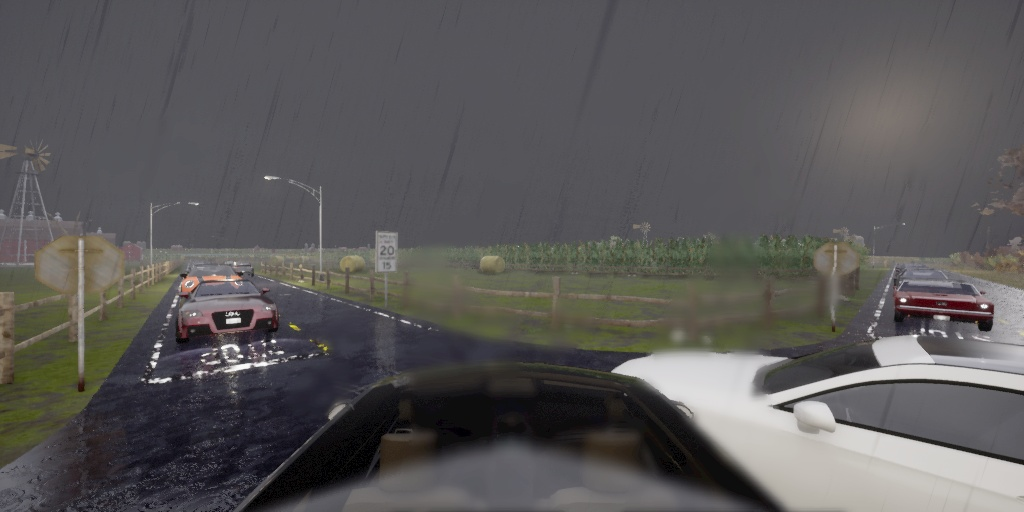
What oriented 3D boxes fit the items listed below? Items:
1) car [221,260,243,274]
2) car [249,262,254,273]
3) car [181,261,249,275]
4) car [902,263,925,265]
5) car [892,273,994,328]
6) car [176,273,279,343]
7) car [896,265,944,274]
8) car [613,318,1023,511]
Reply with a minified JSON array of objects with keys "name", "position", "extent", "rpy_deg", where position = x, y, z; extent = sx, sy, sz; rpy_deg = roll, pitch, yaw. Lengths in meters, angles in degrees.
[{"name":"car","position":[-33.704,1.300,43.131],"extent":[1.837,1.490,4.892],"rpy_deg":[0,0,-41]},{"name":"car","position":[-26.983,1.280,35.673],"extent":[2.128,1.511,4.902],"rpy_deg":[0,0,-41]},{"name":"car","position":[-13.718,1.138,16.444],"extent":[2.097,1.767,4.553],"rpy_deg":[0,0,-42]},{"name":"car","position":[27.349,1.398,24.255],"extent":[4.181,1.385,1.994],"rpy_deg":[0,1,-43]},{"name":"car","position":[13.517,1.397,11.437],"extent":[4.718,1.301,1.895],"rpy_deg":[0,1,-43]},{"name":"car","position":[-7.941,1.354,9.961],"extent":[1.994,1.385,4.181],"rpy_deg":[0,0,-43]},{"name":"car","position":[20.594,1.361,18.000],"extent":[5.357,1.411,2.033],"rpy_deg":[0,1,-43]},{"name":"car","position":[2.838,1.294,2.375],"extent":[1.812,1.442,4.674],"rpy_deg":[0,1,-44]}]
